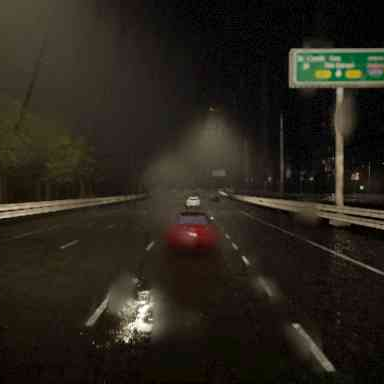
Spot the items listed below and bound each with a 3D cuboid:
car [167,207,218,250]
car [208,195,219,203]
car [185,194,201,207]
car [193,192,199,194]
[{"bbox_3d":[0.024,1.555,14.289,1.994,1.385,4.181,0,0,0],"label":"car"},{"bbox_3d":[4.020,1.239,62.588,2.128,1.511,4.902,0,0,1],"label":"car"},{"bbox_3d":[0.213,1.411,44.274,1.812,1.442,4.674,0,0,1],"label":"car"},{"bbox_3d":[0.422,1.293,62.798,2.033,1.411,5.357,0,0,1],"label":"car"}]
